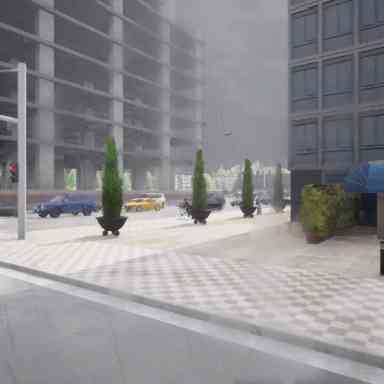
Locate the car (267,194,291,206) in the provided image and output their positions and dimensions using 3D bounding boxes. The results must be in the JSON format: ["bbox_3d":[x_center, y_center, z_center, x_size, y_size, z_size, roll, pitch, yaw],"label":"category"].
[{"bbox_3d":[14.579,1.490,54.172,2.128,1.511,4.902,0,0,36],"label":"car"}]

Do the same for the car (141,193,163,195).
[{"bbox_3d":[-5.860,1.220,44.127,2.150,2.045,5.566,0,0,36],"label":"car"}]

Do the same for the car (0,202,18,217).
[{"bbox_3d":[-16.962,1.562,28.758,1.994,1.385,4.181,0,0,36],"label":"car"}]

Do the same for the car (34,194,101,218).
[{"bbox_3d":[-11.447,1.220,30.416,2.150,2.045,5.566,0,0,36],"label":"car"}]

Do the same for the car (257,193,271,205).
[{"bbox_3d":[12.842,1.351,57.918,2.097,1.767,4.553,0,0,36],"label":"car"}]

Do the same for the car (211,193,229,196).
[{"bbox_3d":[3.658,1.225,57.173,2.150,2.045,5.566,0,0,36],"label":"car"}]

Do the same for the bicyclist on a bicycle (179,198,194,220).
[{"bbox_3d":[-0.358,1.300,25.305,1.656,1.620,0.582,0,0,36],"label":"bicyclist on a bicycle"}]

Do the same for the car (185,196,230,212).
[{"bbox_3d":[1.782,1.490,36.443,2.128,1.511,4.902,0,0,36],"label":"car"}]

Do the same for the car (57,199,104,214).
[{"bbox_3d":[-11.904,1.524,35.761,1.812,1.442,4.674,0,0,36],"label":"car"}]

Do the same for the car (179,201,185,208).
[{"bbox_3d":[0.092,1.524,46.372,1.812,1.442,4.674,0,0,36],"label":"car"}]

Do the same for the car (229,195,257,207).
[{"bbox_3d":[7.628,1.600,50.600,1.895,1.301,4.718,0,0,36],"label":"car"}]

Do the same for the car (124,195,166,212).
[{"bbox_3d":[-5.595,1.476,38.520,1.882,1.535,5.008,0,0,36],"label":"car"}]
